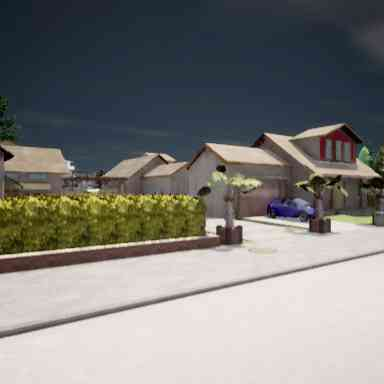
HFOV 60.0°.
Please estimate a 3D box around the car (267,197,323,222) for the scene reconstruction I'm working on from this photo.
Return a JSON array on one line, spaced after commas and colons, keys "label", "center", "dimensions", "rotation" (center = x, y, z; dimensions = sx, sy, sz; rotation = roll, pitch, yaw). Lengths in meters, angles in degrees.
[{"label": "car", "center": [6.915, 1.130, 22.389], "dimensions": [1.845, 1.501, 3.633], "rotation": [0, 0, -38]}]
